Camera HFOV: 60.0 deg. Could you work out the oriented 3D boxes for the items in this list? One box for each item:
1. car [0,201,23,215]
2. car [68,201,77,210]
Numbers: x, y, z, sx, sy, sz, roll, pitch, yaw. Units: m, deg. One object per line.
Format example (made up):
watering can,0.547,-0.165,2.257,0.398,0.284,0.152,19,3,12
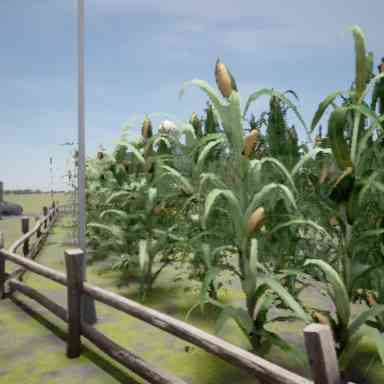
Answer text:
car,-17.794,1.509,30.402,1.994,1.385,4.181,-1,0,32
car,-12.509,1.277,39.441,1.837,1.490,4.892,-1,0,29
